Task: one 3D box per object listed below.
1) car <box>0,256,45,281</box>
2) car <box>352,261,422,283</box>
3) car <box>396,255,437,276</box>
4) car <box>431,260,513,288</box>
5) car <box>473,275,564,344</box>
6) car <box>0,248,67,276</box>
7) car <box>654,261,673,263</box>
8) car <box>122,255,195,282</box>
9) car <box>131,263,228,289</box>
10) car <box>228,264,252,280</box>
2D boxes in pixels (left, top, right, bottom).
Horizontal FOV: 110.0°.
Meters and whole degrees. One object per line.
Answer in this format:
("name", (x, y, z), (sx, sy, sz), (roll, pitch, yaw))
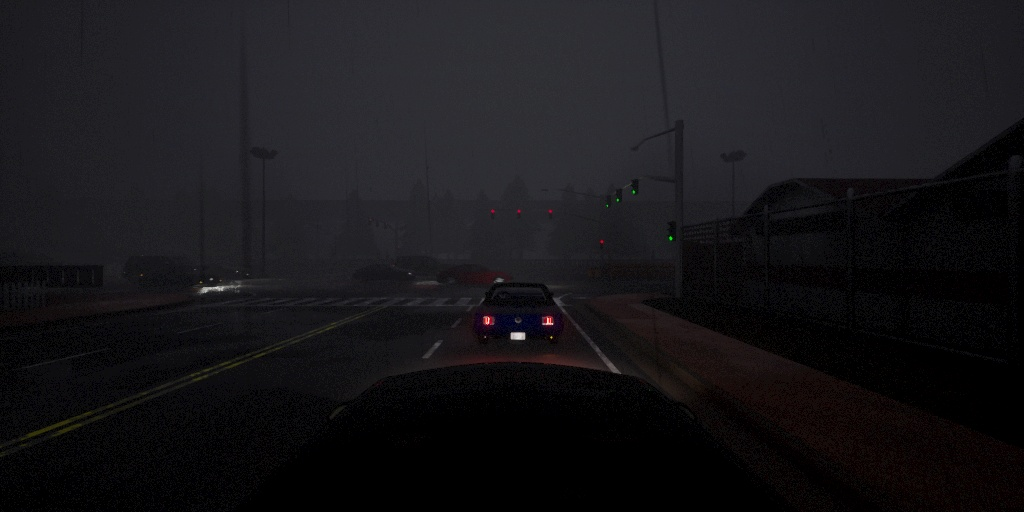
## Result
("car", (-33.885, 1.042, 23.035), (4.553, 1.767, 2.097), (1, 0, -1))
("car", (-9.521, 1.275, 26.943), (4.674, 1.442, 1.812), (0, 0, -1))
("car", (-7.308, 0.972, 30.476), (5.566, 2.045, 2.150), (0, 0, -1))
("car", (-2.430, 1.227, 23.559), (5.008, 1.535, 1.882), (0, 0, -1))
("car", (0.191, 1.351, 9.556), (1.895, 1.301, 4.718), (0, 0, 2))
("car", (-40.658, 0.677, 29.935), (5.566, 2.045, 2.150), (2, 0, -1))
("car", (17.192, 1.276, 41.574), (4.674, 1.442, 1.812), (0, 0, -1))
("car", (-25.455, 0.964, 26.671), (5.566, 2.045, 2.150), (0, 0, -1))
("car", (-21.262, 1.314, 23.065), (4.181, 1.385, 1.994), (0, 0, 2))
("car", (-24.610, 1.270, 30.186), (4.674, 1.442, 1.812), (0, 0, -1))
